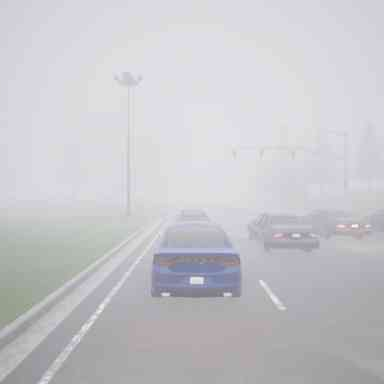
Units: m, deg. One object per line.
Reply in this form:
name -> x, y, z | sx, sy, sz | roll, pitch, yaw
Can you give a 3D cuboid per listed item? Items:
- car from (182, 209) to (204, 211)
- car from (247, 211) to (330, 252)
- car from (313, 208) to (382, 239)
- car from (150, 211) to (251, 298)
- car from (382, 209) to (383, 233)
car -> 0.068, 1.564, 17.382 | 1.994, 1.385, 4.181 | 0, 0, 0
car -> 3.571, 1.548, 13.941 | 2.033, 1.411, 5.357 | 0, 0, 0
car -> 7.101, 1.547, 17.221 | 2.033, 1.411, 5.357 | 0, 0, -3
car -> 0.086, 1.478, 8.596 | 1.882, 1.535, 5.008 | 0, 0, 0
car -> 10.537, 1.547, 17.081 | 2.033, 1.411, 5.357 | 0, 0, 2
